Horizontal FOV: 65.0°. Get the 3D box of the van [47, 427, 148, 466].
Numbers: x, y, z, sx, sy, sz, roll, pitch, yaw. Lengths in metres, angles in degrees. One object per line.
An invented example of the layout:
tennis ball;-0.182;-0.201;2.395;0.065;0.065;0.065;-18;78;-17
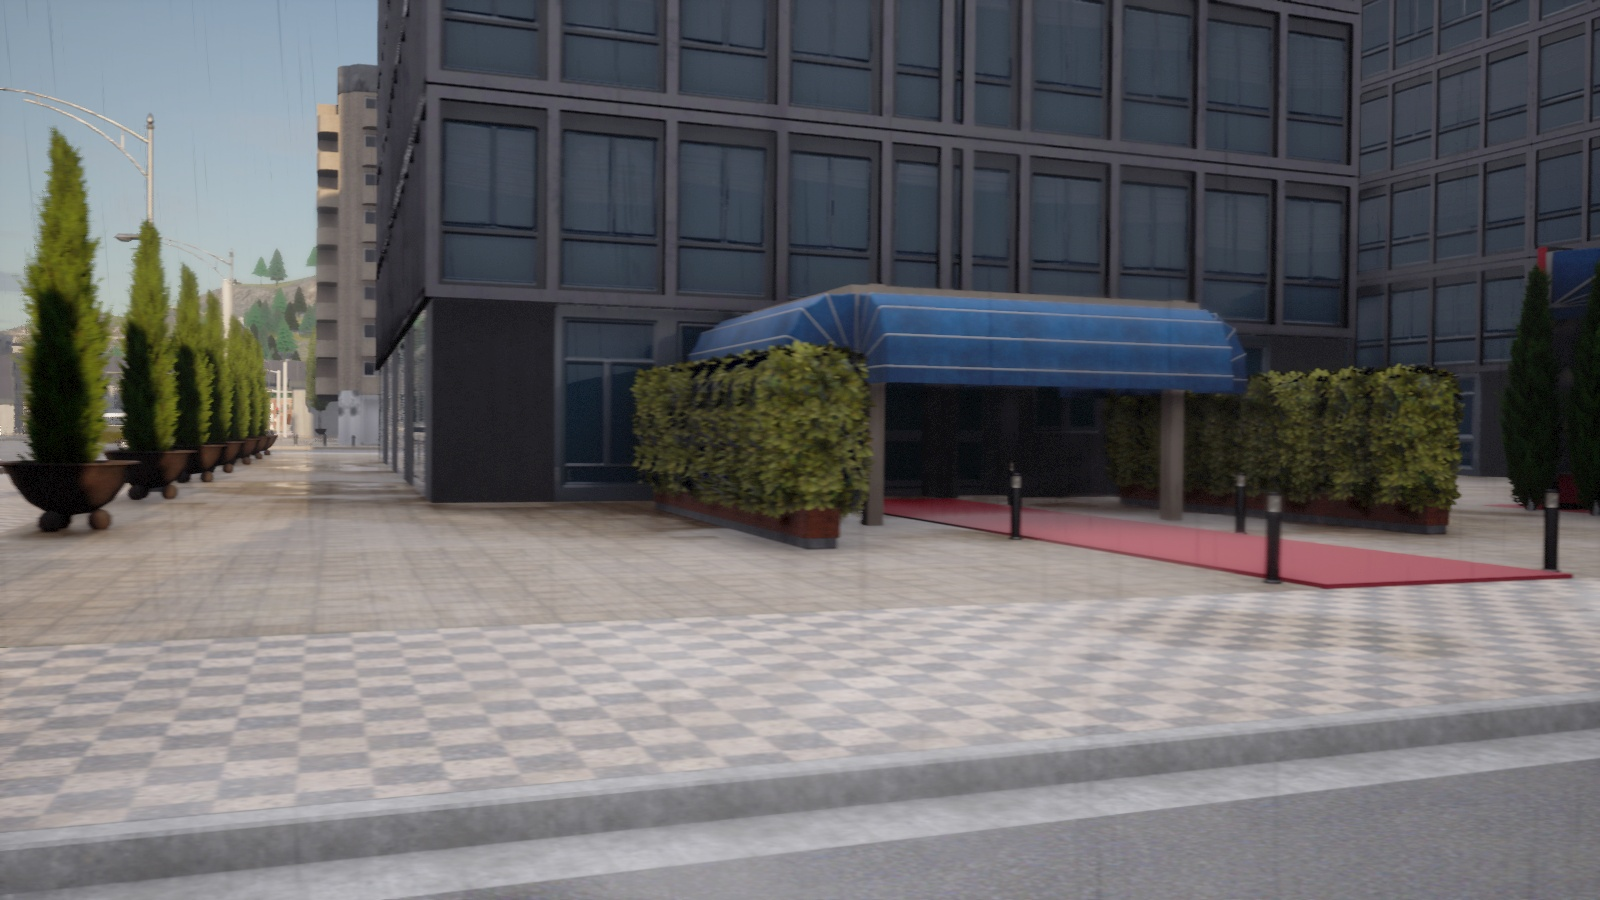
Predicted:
van;-37.916;-0.201;67.917;4.480;2.038;2.069;-1;1;-21
